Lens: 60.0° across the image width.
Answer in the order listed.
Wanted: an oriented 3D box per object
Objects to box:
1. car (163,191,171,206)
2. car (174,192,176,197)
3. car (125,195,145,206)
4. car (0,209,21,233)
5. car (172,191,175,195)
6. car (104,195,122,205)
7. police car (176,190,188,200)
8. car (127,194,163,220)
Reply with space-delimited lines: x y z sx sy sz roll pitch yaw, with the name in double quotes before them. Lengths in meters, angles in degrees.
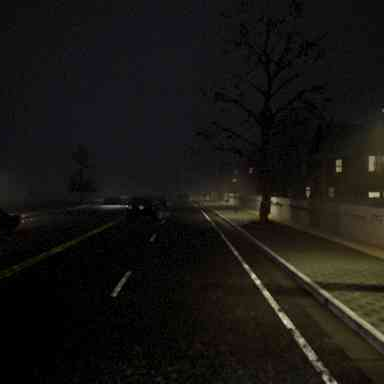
"car" -4.324 1.059 44.478 2.128 1.511 4.902 0 1 -3
"car" -2.707 0.718 80.772 1.882 1.535 5.008 0 0 -5
"car" -7.845 1.102 46.351 2.033 1.411 5.357 0 1 -3
"car" -9.978 1.450 15.385 1.895 1.301 4.718 0 1 -1
"car" -3.269 0.414 86.812 2.150 2.045 5.566 0 0 -6
"car" -11.135 1.118 47.019 1.994 1.385 4.181 0 0 -3
"police car" -1.869 0.751 70.851 1.930 1.638 5.238 0 1 -5
"car" -3.576 1.098 25.286 2.097 1.767 4.553 0 1 -1
